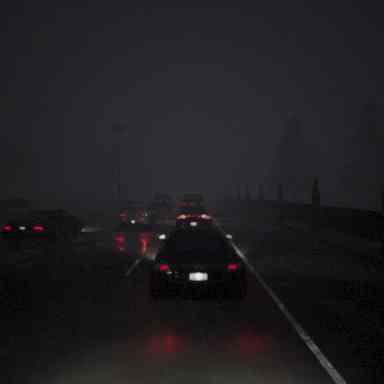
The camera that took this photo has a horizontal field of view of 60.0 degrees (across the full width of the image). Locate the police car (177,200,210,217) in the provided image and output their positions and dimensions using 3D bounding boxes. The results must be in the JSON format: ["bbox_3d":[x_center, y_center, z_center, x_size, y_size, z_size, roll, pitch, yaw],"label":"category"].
[{"bbox_3d":[0.089,1.473,19.634,2.038,1.542,4.974,0,0,0],"label":"police car"}]

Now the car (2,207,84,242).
[{"bbox_3d":[-6.910,1.522,16.095,2.033,1.411,5.357,0,0,0],"label":"car"}]

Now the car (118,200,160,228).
[{"bbox_3d":[-3.413,1.492,21.572,1.812,1.442,4.674,0,0,0],"label":"car"}]

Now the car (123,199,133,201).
[{"bbox_3d":[-6.945,1.505,37.001,1.994,1.385,4.181,0,0,0],"label":"car"}]

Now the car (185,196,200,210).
[{"bbox_3d":[-0.033,1.390,42.931,1.801,1.575,5.366,0,0,-1],"label":"car"}]

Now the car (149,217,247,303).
[{"bbox_3d":[0.102,1.551,8.237,1.994,1.385,4.181,0,0,-1],"label":"car"}]

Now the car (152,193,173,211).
[{"bbox_3d":[-3.470,1.159,39.097,2.150,2.045,5.566,0,0,-1],"label":"car"}]

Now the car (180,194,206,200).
[{"bbox_3d":[0.081,1.176,31.106,2.150,2.045,5.566,0,0,0],"label":"car"}]
